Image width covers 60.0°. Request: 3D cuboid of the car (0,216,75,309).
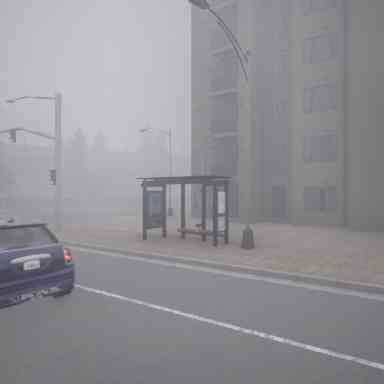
[{"bbox_3d":[-4.645,1.351,7.282,4.553,1.767,2.097,0,0,35],"label":"car"}]
